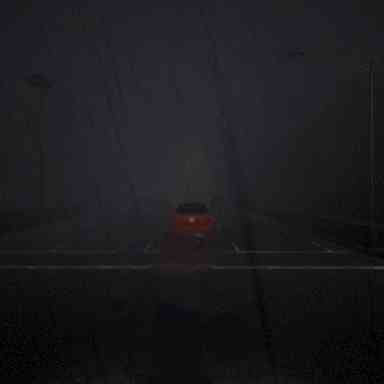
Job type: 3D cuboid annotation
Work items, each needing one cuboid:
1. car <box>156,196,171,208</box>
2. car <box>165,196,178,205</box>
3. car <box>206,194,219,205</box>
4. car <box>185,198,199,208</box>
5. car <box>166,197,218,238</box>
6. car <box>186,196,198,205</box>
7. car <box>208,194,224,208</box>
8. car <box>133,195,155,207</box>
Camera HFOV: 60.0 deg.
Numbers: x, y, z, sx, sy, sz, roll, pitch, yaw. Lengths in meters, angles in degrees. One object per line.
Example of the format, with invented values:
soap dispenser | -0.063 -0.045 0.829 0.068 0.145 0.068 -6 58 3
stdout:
car | -3.514 1.363 47.182 1.882 1.535 5.008 0 0 0
car | -3.517 1.460 57.630 1.895 1.301 4.718 0 0 0
car | 3.484 1.212 57.571 2.097 1.767 4.553 0 0 0
car | -0.014 1.485 47.630 1.895 1.301 4.718 0 0 0
car | -0.005 1.310 17.359 2.097 1.767 4.553 0 0 0
car | -0.017 1.461 57.631 1.895 1.301 4.718 0 0 0
car | 3.486 1.363 47.184 1.882 1.535 5.008 0 0 0
car | -7.014 1.236 47.534 2.097 1.767 4.553 0 0 0
